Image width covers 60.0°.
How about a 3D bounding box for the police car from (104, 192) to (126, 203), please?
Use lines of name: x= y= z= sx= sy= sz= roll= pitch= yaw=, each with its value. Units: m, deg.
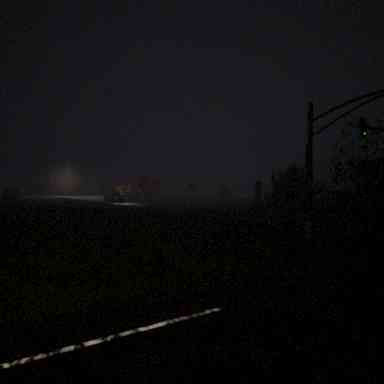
police car: x=-11.584 y=0.811 z=49.952 sx=2.038 sy=1.542 sz=4.974 roll=1 pitch=0 yaw=-32
